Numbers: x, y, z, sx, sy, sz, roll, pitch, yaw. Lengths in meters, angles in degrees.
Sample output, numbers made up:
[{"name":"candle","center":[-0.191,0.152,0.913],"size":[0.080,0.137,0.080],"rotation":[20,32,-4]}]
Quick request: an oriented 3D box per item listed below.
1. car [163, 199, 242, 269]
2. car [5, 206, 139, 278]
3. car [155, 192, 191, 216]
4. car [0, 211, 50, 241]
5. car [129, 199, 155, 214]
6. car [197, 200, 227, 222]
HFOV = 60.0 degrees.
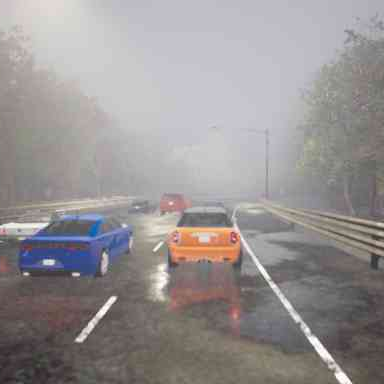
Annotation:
[{"name":"car","center":[0.455,1.284,11.087],"size":[2.097,1.767,4.553],"rotation":[0,0,3]},{"name":"car","center":[-3.119,1.410,9.993],"size":[1.882,1.535,5.008],"rotation":[0,1,3]},{"name":"car","center":[-1.389,1.029,30.023],"size":[2.150,2.045,5.566],"rotation":[0,0,7]},{"name":"car","center":[-6.348,1.495,14.854],"size":[1.895,1.301,4.718],"rotation":[0,0,4]},{"name":"car","center":[-4.660,1.346,31.847],"size":[1.994,1.385,4.181],"rotation":[0,0,8]},{"name":"car","center":[1.679,1.390,26.281],"size":[2.033,1.411,5.357],"rotation":[0,0,7]}]
